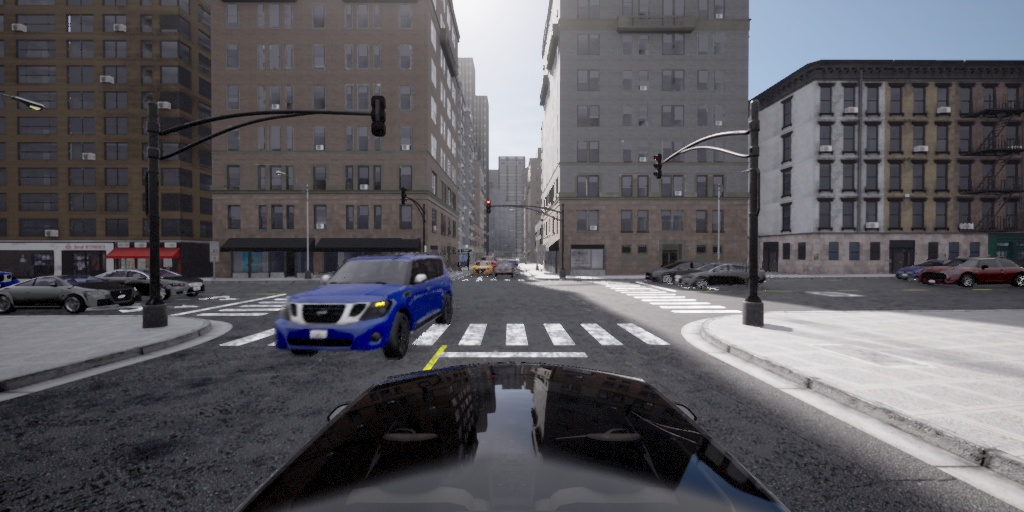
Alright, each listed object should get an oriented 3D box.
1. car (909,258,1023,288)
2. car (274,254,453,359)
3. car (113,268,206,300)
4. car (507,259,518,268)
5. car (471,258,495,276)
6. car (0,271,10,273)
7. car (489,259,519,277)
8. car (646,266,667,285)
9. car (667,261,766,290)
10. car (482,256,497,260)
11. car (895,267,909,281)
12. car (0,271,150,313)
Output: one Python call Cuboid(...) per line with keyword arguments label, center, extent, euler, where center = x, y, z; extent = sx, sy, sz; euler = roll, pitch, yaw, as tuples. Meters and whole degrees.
Cuboid(label="car", center=(27.045, 0.900, 21.177), extent=(4.553, 1.767, 2.097), euler=(0, 1, 0))
Cuboid(label="car", center=(-3.032, 0.969, 8.814), extent=(2.150, 2.045, 5.566), euler=(-1, 0, 5))
Cuboid(label="car", center=(-17.797, 1.334, 17.510), extent=(4.902, 1.511, 2.128), euler=(0, 1, 1))
Cuboid(label="car", center=(0.063, 1.256, 64.188), extent=(1.882, 1.535, 5.008), euler=(0, 0, 0))
Cuboid(label="car", center=(-3.115, 1.230, 37.526), extent=(1.882, 1.535, 5.008), euler=(0, 0, 0))
Cuboid(label="car", center=(-27.879, 1.110, 17.439), extent=(5.566, 2.045, 2.150), euler=(0, 1, -1))
Cuboid(label="car", center=(-0.456, 1.300, 35.023), extent=(2.033, 1.411, 5.357), euler=(0, 0, 8))
Cuboid(label="car", center=(11.636, 1.119, 24.365), extent=(4.892, 1.490, 1.837), euler=(0, 1, 0))
Cuboid(label="car", center=(12.168, 1.139, 21.103), extent=(4.902, 1.511, 2.128), euler=(0, 1, 0))
Cuboid(label="car", center=(-3.124, 0.979, 47.482), extent=(2.150, 2.045, 5.566), euler=(0, 0, 0))
Cuboid(label="car", center=(29.087, 1.022, 24.438), extent=(4.674, 1.442, 1.812), euler=(0, 1, 0))
Cuboid(label="car", center=(-17.527, 1.440, 14.251), extent=(4.181, 1.385, 1.994), euler=(0, 1, 0))
